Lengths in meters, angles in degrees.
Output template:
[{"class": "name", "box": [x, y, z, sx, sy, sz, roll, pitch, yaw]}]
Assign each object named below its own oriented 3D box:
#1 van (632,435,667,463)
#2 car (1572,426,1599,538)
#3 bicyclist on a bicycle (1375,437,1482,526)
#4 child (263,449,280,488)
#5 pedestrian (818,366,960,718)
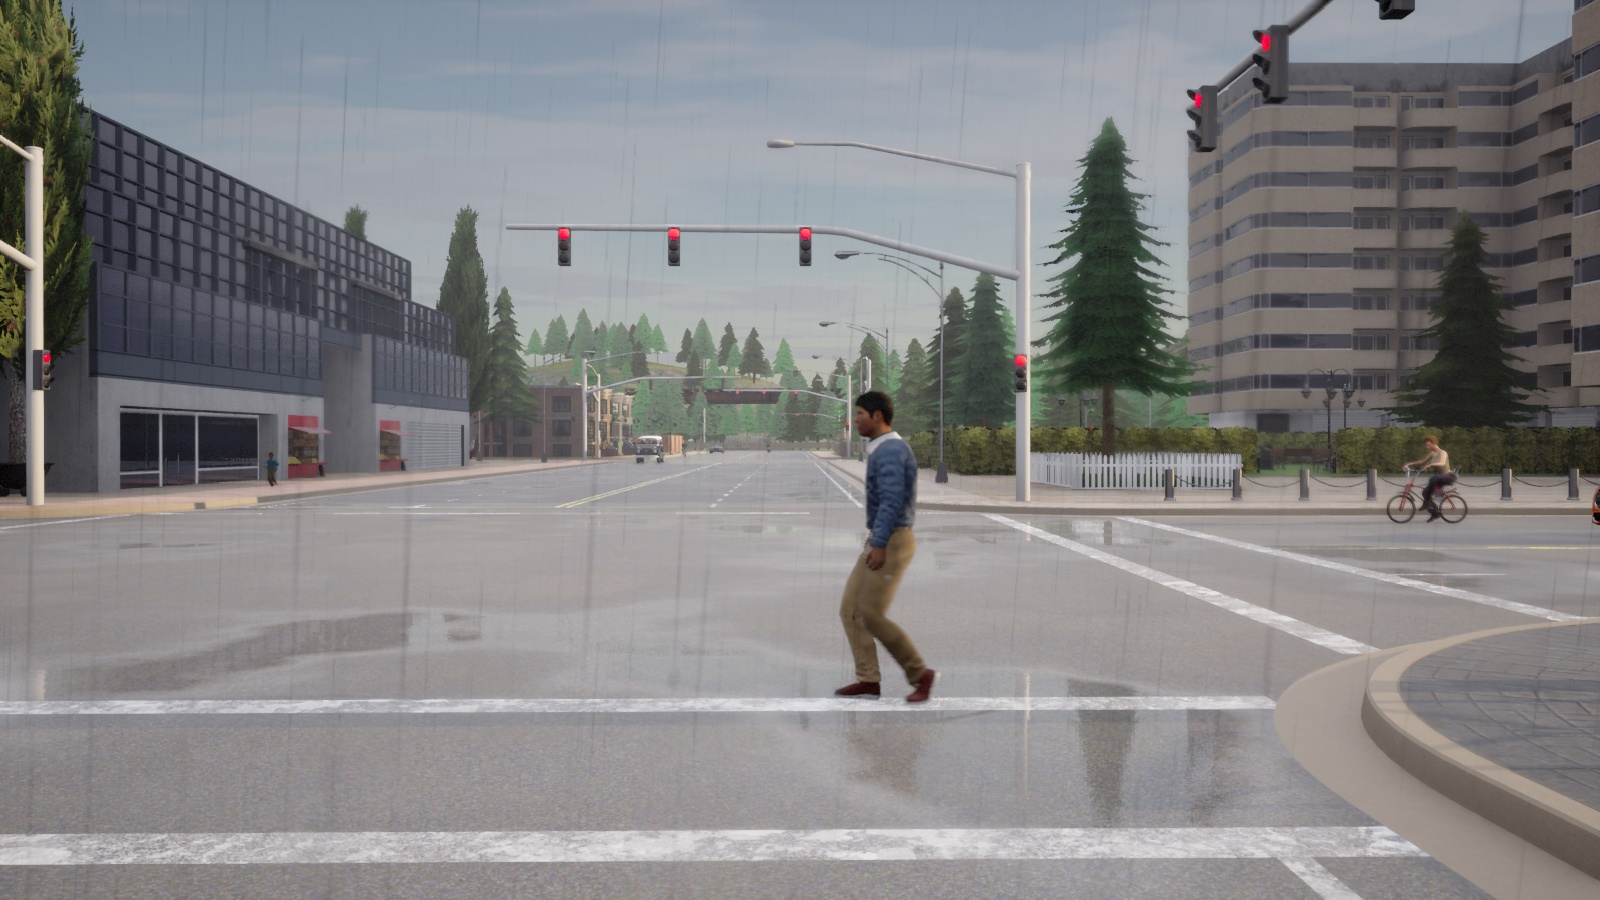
[{"class": "van", "box": [-11.174, -0.066, 93.333, 2.069, 2.038, 4.480, 0, 0, 0]}, {"class": "car", "box": [14.889, 0.507, 19.479, 4.553, 1.767, 2.097, 0, 0, 0]}, {"class": "bicyclist on a bicycle", "box": [11.464, 0.563, 22.946, 1.509, 1.612, 0.866, 0, 0, 0]}, {"class": "child", "box": [-16.119, 0.556, 38.321, 0.343, 1.192, 0.448, 0, 0, -3]}, {"class": "pedestrian", "box": [0.499, 0.506, 7.172, 0.788, 1.949, 0.423, 0, 0, 2]}]
